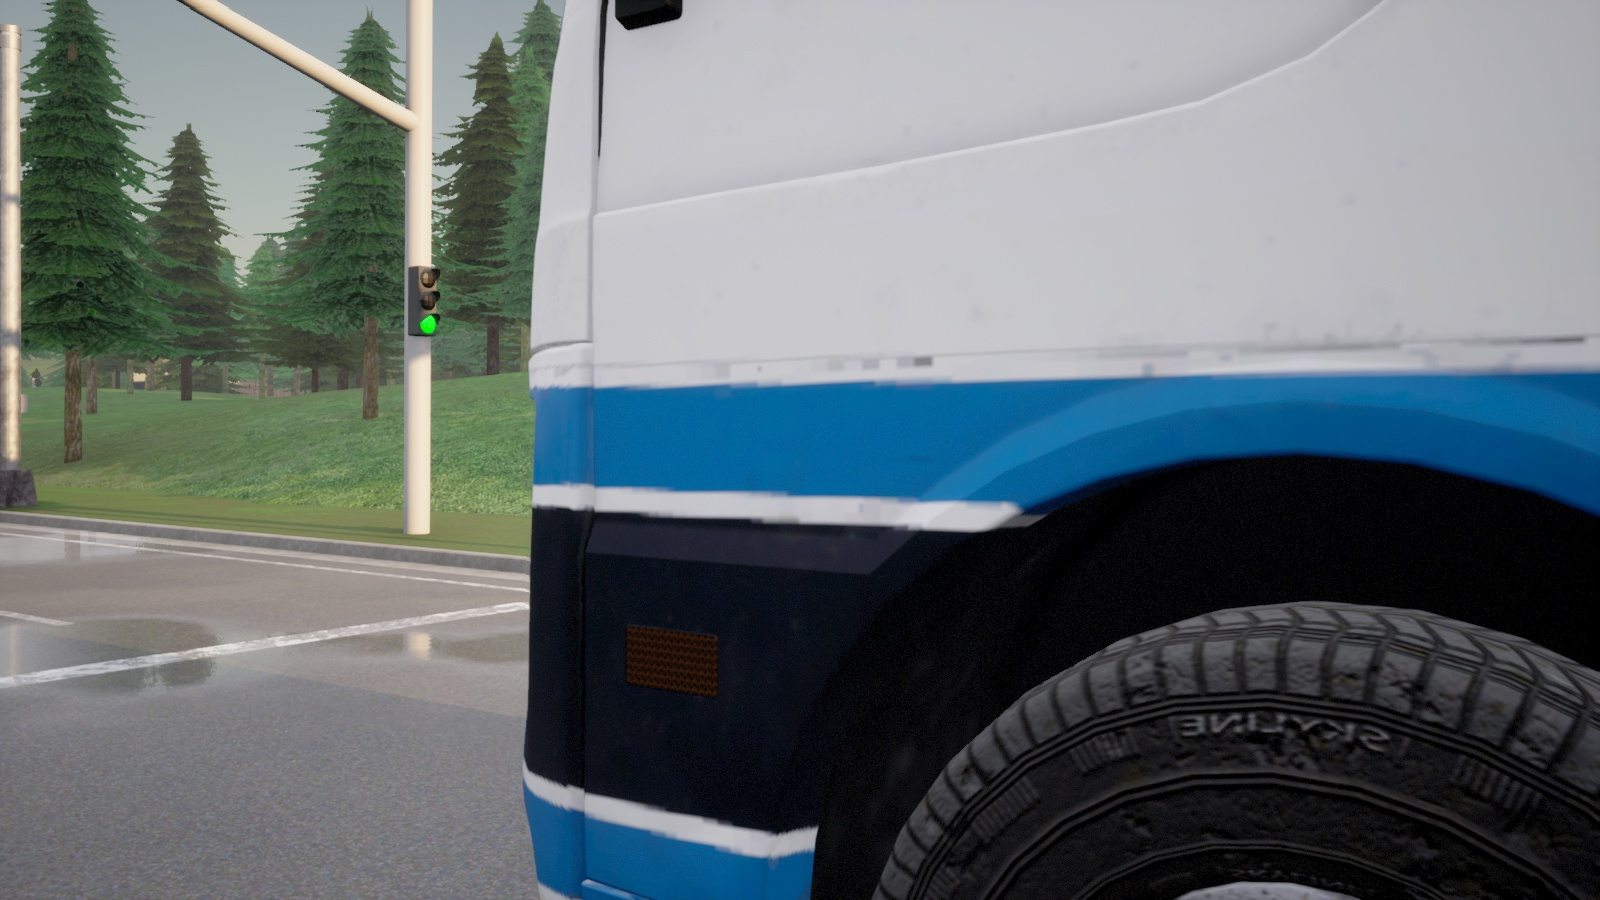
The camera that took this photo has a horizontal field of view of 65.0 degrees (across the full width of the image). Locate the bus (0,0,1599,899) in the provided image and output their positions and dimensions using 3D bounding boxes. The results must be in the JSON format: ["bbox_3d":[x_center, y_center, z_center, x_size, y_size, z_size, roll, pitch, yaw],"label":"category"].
[{"bbox_3d":[3.921,-0.695,0.993,10.273,4.253,3.944,0,1,34],"label":"bus"}]
